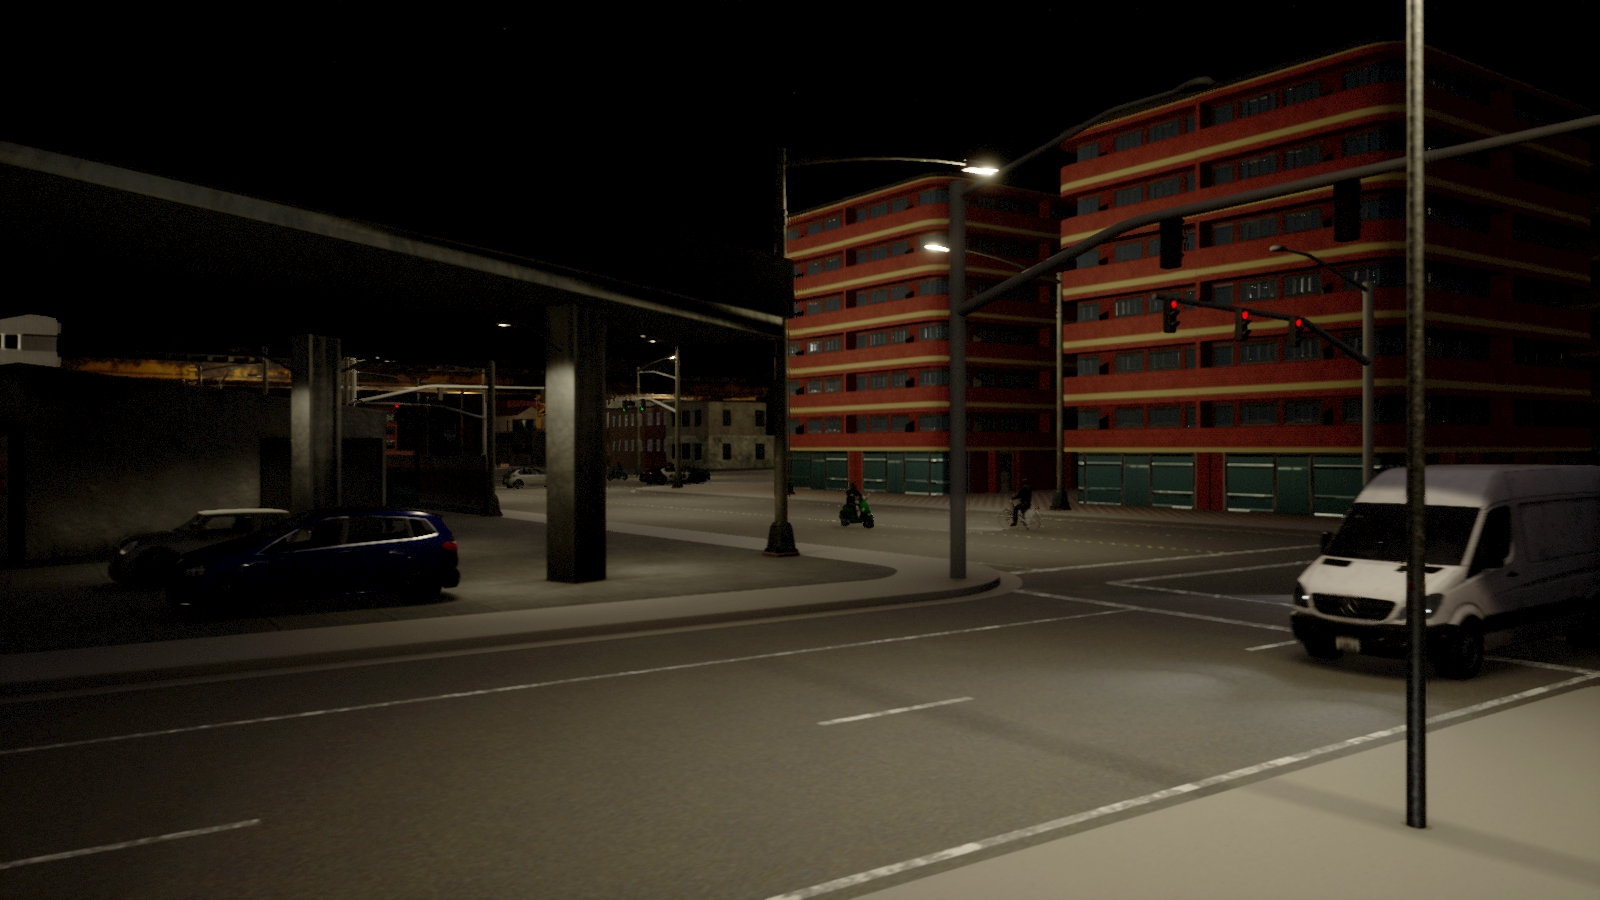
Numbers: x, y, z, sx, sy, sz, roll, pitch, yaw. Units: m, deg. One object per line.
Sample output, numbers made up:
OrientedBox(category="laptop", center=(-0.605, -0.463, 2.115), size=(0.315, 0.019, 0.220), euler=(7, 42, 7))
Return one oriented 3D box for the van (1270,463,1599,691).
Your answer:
OrientedBox(category="van", center=(9.080, 1.490, 15.671), size=(5.915, 2.561, 1.988), euler=(0, 0, -35))
